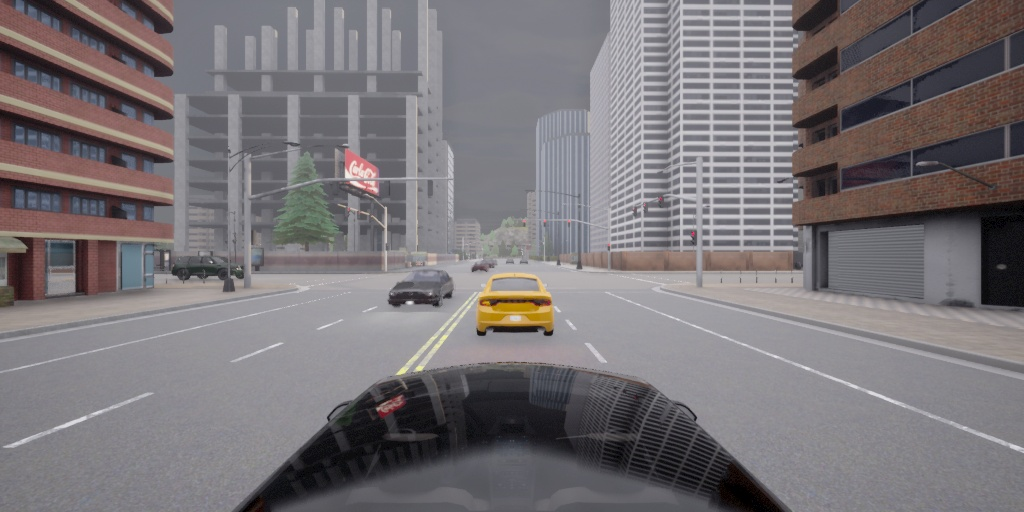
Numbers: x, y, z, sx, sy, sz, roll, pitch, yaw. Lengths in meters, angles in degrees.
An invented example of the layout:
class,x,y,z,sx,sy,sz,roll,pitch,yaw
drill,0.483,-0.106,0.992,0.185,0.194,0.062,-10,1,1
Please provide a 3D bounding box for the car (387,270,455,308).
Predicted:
class,x,y,z,sx,sy,sz,roll,pitch,yaw
car,-3.670,1.297,15.529,2.033,1.411,5.357,0,0,0

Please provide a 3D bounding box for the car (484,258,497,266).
class,x,y,z,sx,sy,sz,roll,pitch,yaw
car,-3.893,1.101,57.416,2.097,1.767,4.553,0,0,0

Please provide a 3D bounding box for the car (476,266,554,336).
class,x,y,z,sx,sy,sz,roll,pitch,yaw
car,0.063,1.228,10.429,1.882,1.535,5.008,0,0,0

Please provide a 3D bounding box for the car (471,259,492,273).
class,x,y,z,sx,sy,sz,roll,pitch,yaw
car,-3.826,1.351,43.302,1.895,1.301,4.718,0,0,0

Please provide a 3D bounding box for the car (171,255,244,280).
class,x,y,z,sx,sy,sz,roll,pitch,yaw
car,-25.310,0.972,30.256,5.566,2.045,2.150,0,0,-1
